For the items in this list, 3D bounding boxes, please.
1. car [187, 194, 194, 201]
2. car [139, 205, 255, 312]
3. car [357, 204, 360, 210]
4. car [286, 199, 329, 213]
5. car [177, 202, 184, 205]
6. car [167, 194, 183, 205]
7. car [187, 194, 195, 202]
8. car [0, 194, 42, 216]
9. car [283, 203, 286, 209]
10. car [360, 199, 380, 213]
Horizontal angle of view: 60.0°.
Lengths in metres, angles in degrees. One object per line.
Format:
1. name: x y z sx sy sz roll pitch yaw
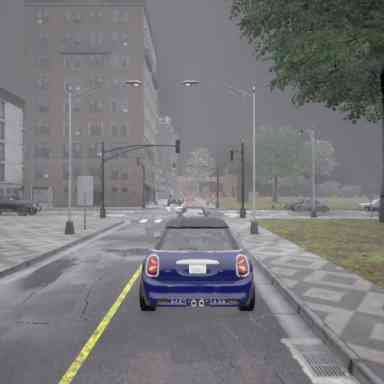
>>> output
1. car: -0.441 1.464 95.443 2.150 2.045 5.566 0 0 0
2. car: 0.096 1.355 7.876 2.097 1.767 4.553 0 0 0
3. car: 22.947 1.634 41.162 4.674 1.442 1.812 0 -1 0
4. car: 13.370 1.626 37.874 4.181 1.385 1.994 0 -1 -1
5. car: 0.086 1.538 18.976 1.812 1.442 4.674 0 0 2
6. car: -2.959 1.297 55.719 2.150 2.045 5.566 0 0 -2
7. car: -0.415 1.543 85.163 2.097 1.767 4.553 0 0 0
8. car: -17.123 1.190 31.112 5.566 2.045 2.150 0 -1 0
9. car: 13.787 1.590 41.137 4.902 1.511 2.128 0 -1 0
10. car: 22.608 1.620 37.907 5.357 1.411 2.033 0 -1 0
